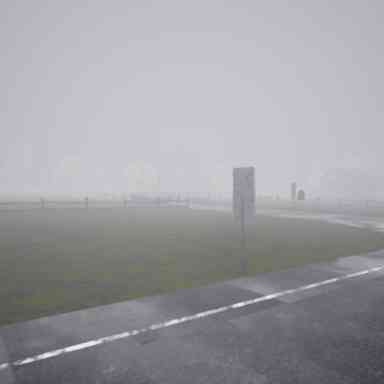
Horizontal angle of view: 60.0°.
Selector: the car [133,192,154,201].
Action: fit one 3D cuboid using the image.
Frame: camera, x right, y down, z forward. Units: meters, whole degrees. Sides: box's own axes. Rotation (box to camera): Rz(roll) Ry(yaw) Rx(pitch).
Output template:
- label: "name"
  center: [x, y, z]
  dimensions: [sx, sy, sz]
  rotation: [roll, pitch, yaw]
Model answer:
- label: "car"
  center: [-7.950, 0.743, 53.967]
  dimensions: [2.097, 1.767, 4.553]
  rotation: [-1, 1, -35]
